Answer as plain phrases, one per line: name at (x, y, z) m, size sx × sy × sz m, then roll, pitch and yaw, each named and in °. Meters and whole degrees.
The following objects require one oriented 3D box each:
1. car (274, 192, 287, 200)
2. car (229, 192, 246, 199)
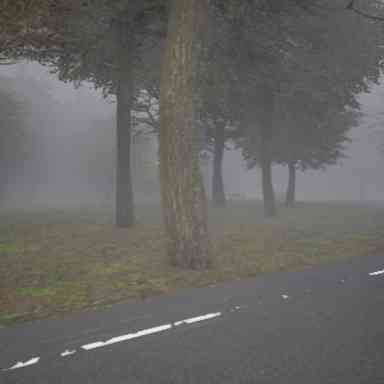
car at (18.006, 0.787, 68.206) m, size 2.097 × 1.767 × 4.553 m, roll 2°, pitch -1°, yaw -34°
car at (10.721, 0.844, 78.918) m, size 2.128 × 1.511 × 4.902 m, roll 2°, pitch -1°, yaw -34°
